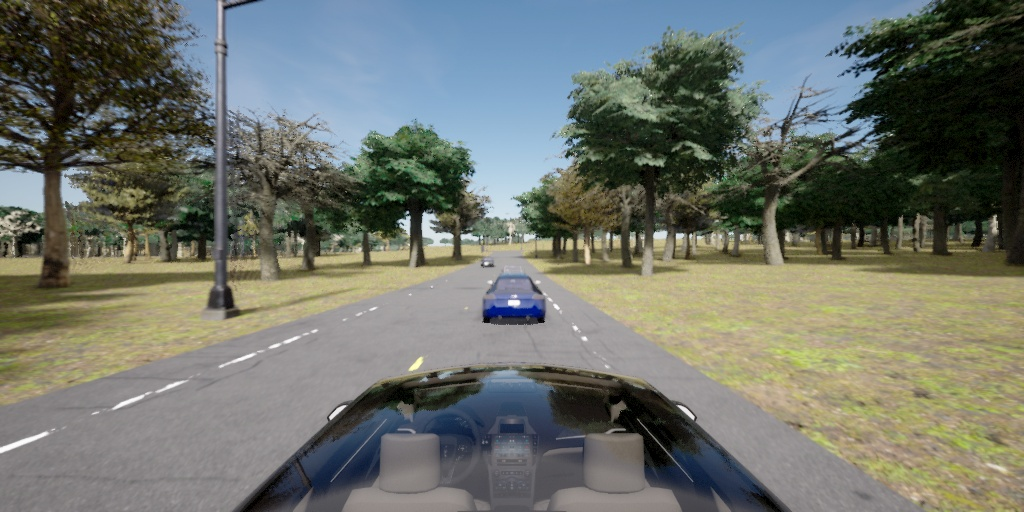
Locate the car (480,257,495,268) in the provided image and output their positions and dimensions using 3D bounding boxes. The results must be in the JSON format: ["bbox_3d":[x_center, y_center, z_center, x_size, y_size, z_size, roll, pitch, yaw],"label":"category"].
[{"bbox_3d":[-3.560,0.879,52.527,2.128,1.511,4.902,0,1,0],"label":"car"}]

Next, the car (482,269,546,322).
[{"bbox_3d":[0.070,1.316,12.329,1.994,1.385,4.181,0,0,0],"label":"car"}]

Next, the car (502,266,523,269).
[{"bbox_3d":[0.064,1.349,26.288,1.895,1.301,4.718,0,0,0],"label":"car"}]
